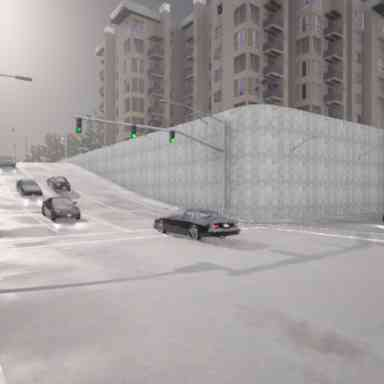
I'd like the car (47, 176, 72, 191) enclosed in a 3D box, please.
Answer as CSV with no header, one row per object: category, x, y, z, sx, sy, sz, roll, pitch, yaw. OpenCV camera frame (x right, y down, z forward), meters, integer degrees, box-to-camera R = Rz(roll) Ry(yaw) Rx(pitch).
car,-15.239,-1.092,38.081,1.812,1.442,4.674,0,12,-36

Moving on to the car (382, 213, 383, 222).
car,15.322,1.504,23.519,4.892,1.490,1.837,0,0,-36

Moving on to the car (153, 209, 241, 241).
car,0.059,1.548,16.782,2.033,1.411,5.357,0,0,-36

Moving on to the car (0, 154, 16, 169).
car,-26.835,-4.506,48.147,2.097,1.767,4.553,0,12,-35

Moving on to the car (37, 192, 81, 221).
car,-9.436,1.082,23.811,1.812,1.442,4.674,0,5,-36

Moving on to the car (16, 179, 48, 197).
car,-16.598,-0.556,33.801,2.033,1.411,5.357,0,10,-36
